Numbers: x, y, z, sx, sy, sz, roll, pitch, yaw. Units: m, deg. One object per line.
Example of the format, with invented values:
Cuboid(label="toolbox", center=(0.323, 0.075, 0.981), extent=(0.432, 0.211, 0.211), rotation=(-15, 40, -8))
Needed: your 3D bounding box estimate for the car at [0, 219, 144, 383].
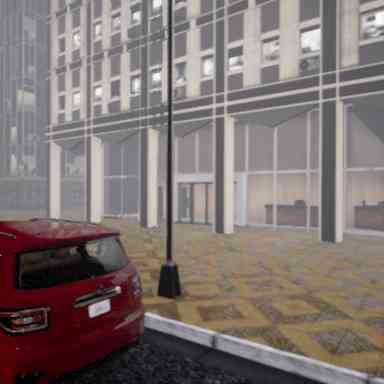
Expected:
Cuboid(label="car", center=(-2.934, 1.338, 4.955), extent=(5.009, 1.841, 2.192), rotation=(0, 0, 35))
